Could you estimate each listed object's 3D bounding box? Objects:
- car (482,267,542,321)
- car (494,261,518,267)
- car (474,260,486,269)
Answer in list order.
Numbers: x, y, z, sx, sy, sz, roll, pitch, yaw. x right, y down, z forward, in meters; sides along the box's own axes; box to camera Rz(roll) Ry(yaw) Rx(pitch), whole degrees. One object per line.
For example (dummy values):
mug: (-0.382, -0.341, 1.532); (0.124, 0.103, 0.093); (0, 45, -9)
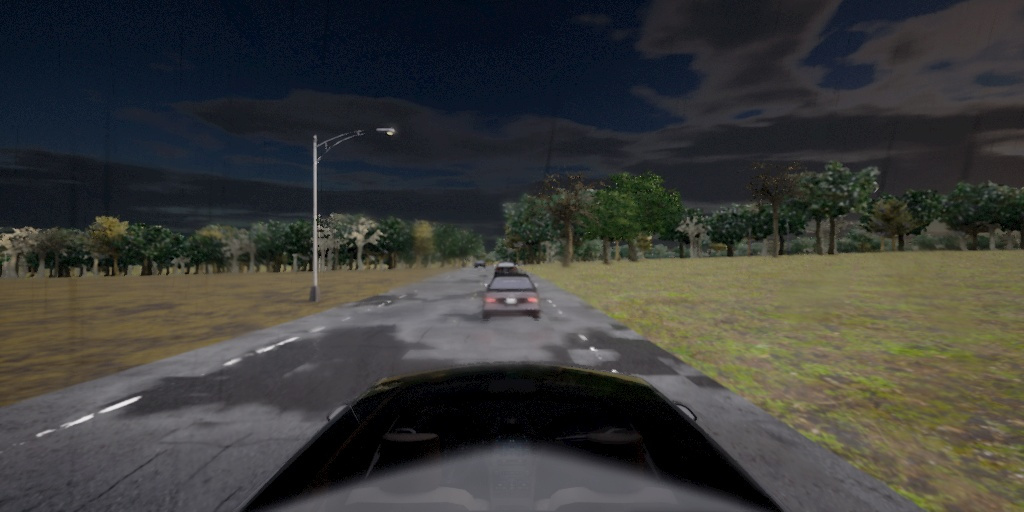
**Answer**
car: (-0.016, 1.298, 12.474); (2.033, 1.411, 5.357); (0, 0, 0)
car: (-0.516, 1.195, 30.906); (1.882, 1.535, 5.008); (0, 0, -2)
car: (-5.340, 1.438, 60.847); (2.033, 1.411, 5.357); (0, -1, -2)
